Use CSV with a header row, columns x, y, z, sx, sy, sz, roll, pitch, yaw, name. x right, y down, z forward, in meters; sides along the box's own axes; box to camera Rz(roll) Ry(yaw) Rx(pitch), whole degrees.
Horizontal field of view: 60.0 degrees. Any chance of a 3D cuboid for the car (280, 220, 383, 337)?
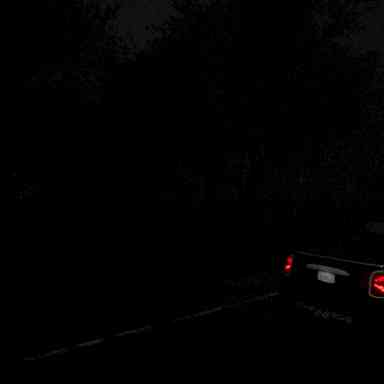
x,y,z,sx,sy,sz,roll,pitch,yaw,name
3.834,1.355,6.474,4.553,1.767,2.097,0,0,-36,car
